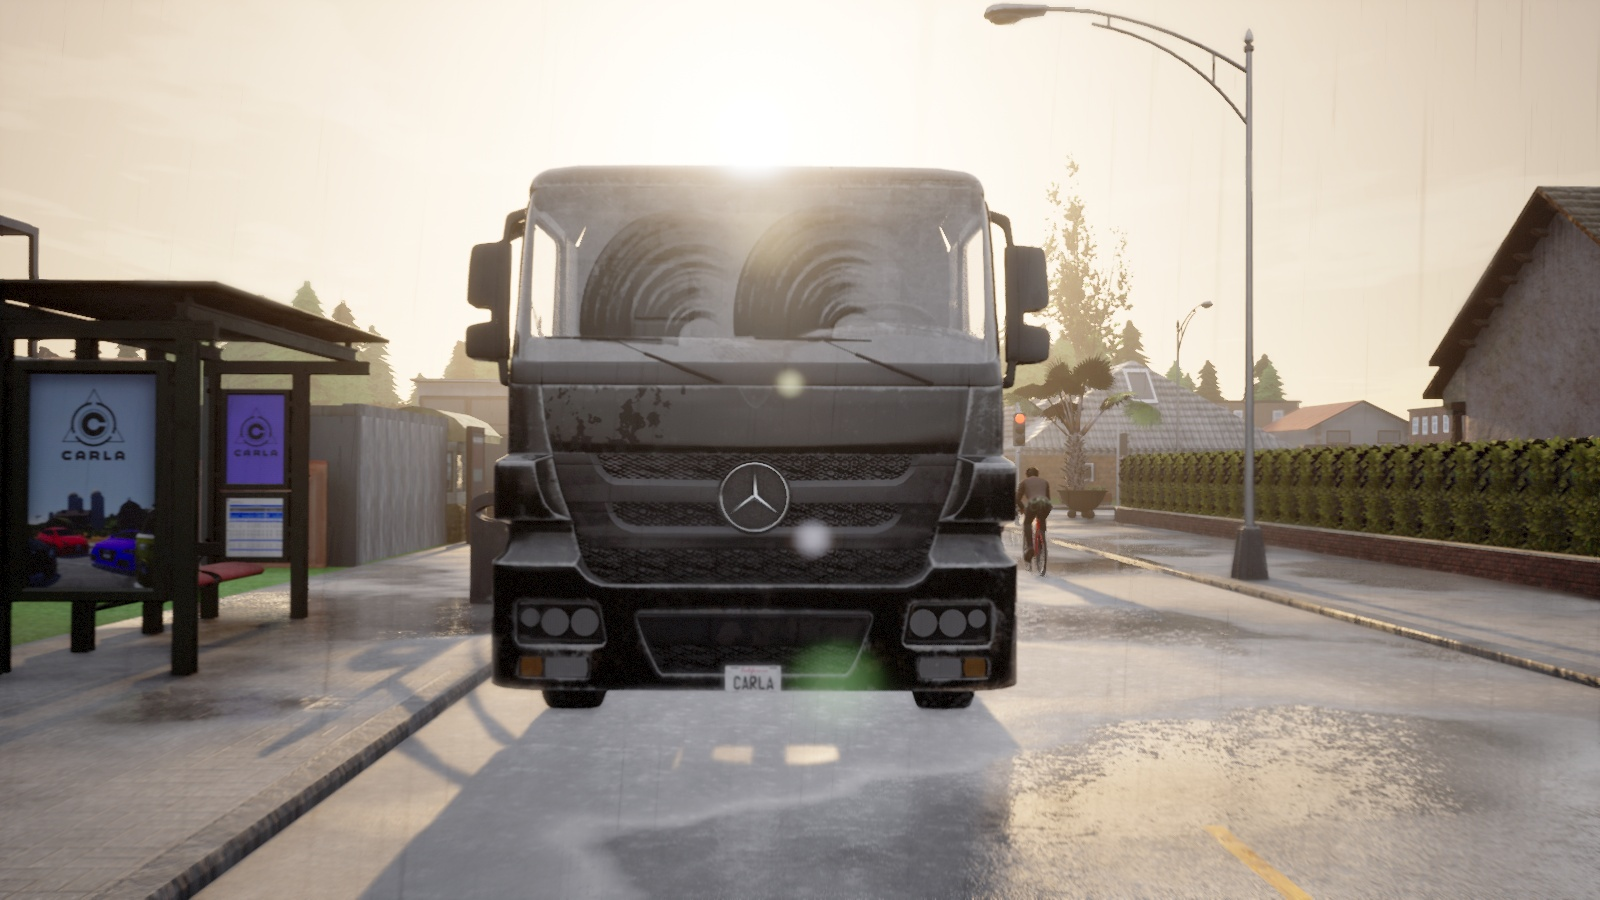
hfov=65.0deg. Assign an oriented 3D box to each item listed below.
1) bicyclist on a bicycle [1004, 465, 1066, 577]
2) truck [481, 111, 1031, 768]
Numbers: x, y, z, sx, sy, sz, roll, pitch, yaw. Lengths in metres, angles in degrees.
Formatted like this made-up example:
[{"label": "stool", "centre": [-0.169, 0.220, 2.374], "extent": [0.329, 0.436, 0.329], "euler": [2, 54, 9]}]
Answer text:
[{"label": "bicyclist on a bicycle", "centre": [3.542, 1.041, 19.025], "extent": [0.582, 1.620, 1.656], "euler": [0, -1, -1]}, {"label": "truck", "centre": [-0.279, -0.008, 10.603], "extent": [2.891, 3.462, 7.936], "euler": [0, -1, -1]}]
